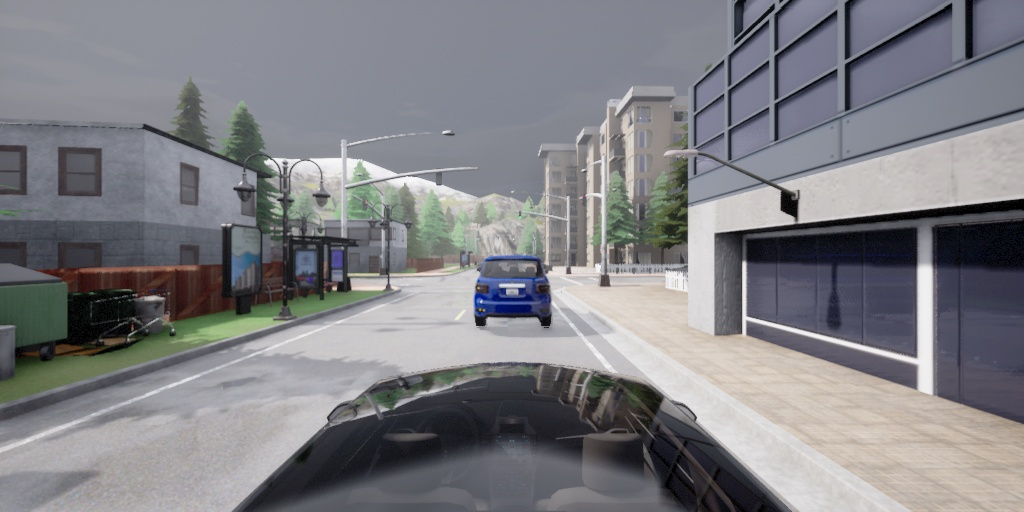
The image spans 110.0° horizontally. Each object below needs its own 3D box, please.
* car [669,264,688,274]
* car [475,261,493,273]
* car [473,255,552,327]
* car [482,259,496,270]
[{"bbox_3d":[16.483,1.312,31.813,4.892,1.490,1.837,0,0,-2],"label":"car"},{"bbox_3d":[-3.626,1.361,47.222,2.033,1.411,5.357,0,0,0],"label":"car"},{"bbox_3d":[0.052,0.987,11.711,2.150,2.045,5.566,0,0,1],"label":"car"},{"bbox_3d":[-3.626,1.305,57.142,1.882,1.535,5.008,0,0,0],"label":"car"}]
